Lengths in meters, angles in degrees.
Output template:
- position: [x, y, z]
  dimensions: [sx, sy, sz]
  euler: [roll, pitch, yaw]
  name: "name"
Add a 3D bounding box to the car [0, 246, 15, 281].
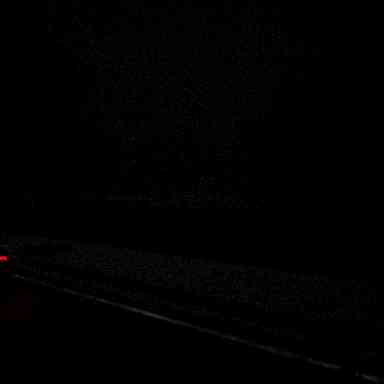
- position: [-6.584, 1.547, 8.378]
  dimensions: [5.357, 1.411, 2.033]
  euler: [0, 0, 35]
  name: "car"
